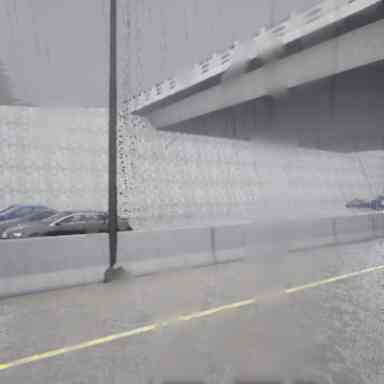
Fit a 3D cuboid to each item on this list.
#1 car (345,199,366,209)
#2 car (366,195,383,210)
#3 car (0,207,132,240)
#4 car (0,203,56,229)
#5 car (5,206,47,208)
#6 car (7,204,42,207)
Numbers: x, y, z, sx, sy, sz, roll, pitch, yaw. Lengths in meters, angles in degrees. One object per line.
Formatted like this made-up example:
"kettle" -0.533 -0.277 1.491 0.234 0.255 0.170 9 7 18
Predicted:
"car" 23.361 1.647 46.458 4.674 1.442 1.812 1 0 -35
"car" 25.787 1.348 43.894 5.566 2.045 2.150 1 0 -35
"car" -4.842 1.500 13.439 4.902 1.511 2.128 0 0 -36
"car" -11.511 1.531 21.579 4.674 1.442 1.812 0 0 -36
"car" -7.276 1.571 16.001 4.181 1.385 1.994 0 0 -36
"car" -9.433 1.484 18.762 5.008 1.535 1.882 0 0 -36
